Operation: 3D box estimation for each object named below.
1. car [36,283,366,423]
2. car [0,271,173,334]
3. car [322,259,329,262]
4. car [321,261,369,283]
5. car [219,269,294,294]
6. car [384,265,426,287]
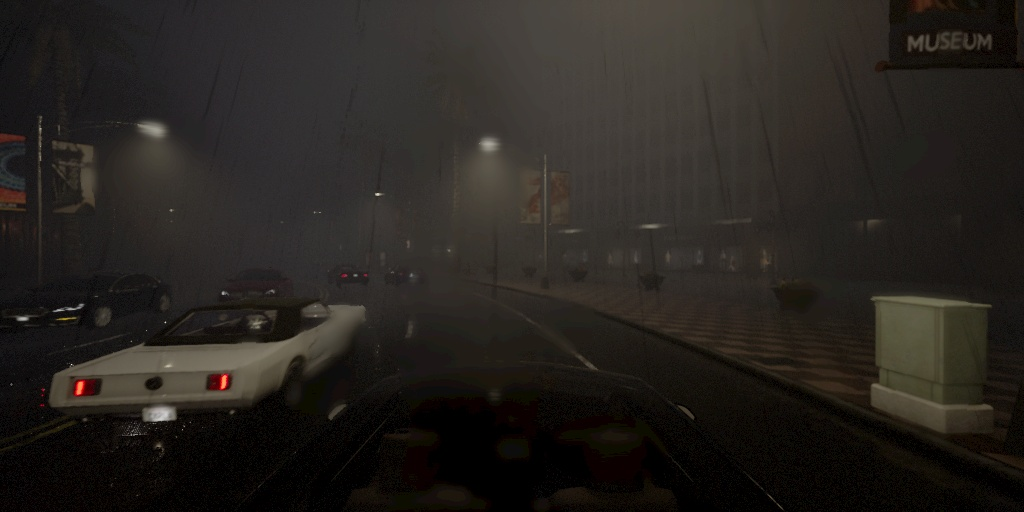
[{"bbox_3d":[-3.926,1.342,5.914,1.895,1.301,4.718,0,0,-7],"label":"car"},{"bbox_3d":[-12.368,1.234,10.762,1.837,1.490,4.892,1,0,-20],"label":"car"},{"bbox_3d":[-17.358,1.278,36.455,1.895,1.301,4.718,0,0,-43],"label":"car"},{"bbox_3d":[-11.122,1.251,24.093,2.033,1.411,5.357,0,0,-36],"label":"car"},{"bbox_3d":[-10.055,1.248,14.451,1.812,1.442,4.674,0,0,-23],"label":"car"},{"bbox_3d":[-7.327,1.267,24.392,1.994,1.385,4.181,0,0,-32],"label":"car"}]
